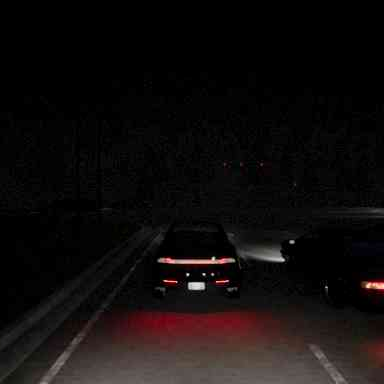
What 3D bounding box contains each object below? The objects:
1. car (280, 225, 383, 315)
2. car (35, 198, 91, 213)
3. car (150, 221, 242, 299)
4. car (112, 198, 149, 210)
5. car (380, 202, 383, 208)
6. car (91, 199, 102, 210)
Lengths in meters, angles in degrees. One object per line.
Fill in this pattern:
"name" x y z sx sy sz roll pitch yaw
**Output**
"car" 3.597 1.547 7.831 2.033 1.411 5.357 0 0 0
"car" -14.608 1.547 37.122 5.357 1.411 2.033 0 0 4
"car" 0.099 1.491 8.457 2.128 1.511 4.902 0 0 0
"car" -7.947 1.491 42.923 4.902 1.511 2.128 0 0 16
"car" 7.107 1.352 9.901 2.097 1.767 4.553 0 0 0
"car" -13.487 1.505 40.328 4.892 1.490 1.837 0 -1 6
